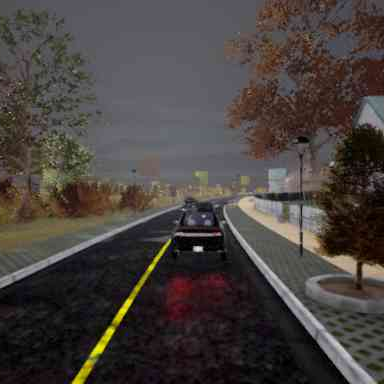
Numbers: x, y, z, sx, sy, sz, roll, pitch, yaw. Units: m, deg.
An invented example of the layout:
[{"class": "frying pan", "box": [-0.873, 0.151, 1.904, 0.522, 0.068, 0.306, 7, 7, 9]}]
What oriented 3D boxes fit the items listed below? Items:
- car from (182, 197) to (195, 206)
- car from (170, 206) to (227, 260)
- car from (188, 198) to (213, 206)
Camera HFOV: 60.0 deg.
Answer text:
[{"class": "car", "box": [-0.212, 1.494, 46.423, 1.837, 1.490, 4.892, 0, 0, 6]}, {"class": "car", "box": [0.291, 1.516, 12.518, 2.128, 1.511, 4.902, 0, 0, 2]}, {"class": "car", "box": [1.019, 1.533, 27.471, 1.837, 1.490, 4.892, 0, 0, 4]}]
